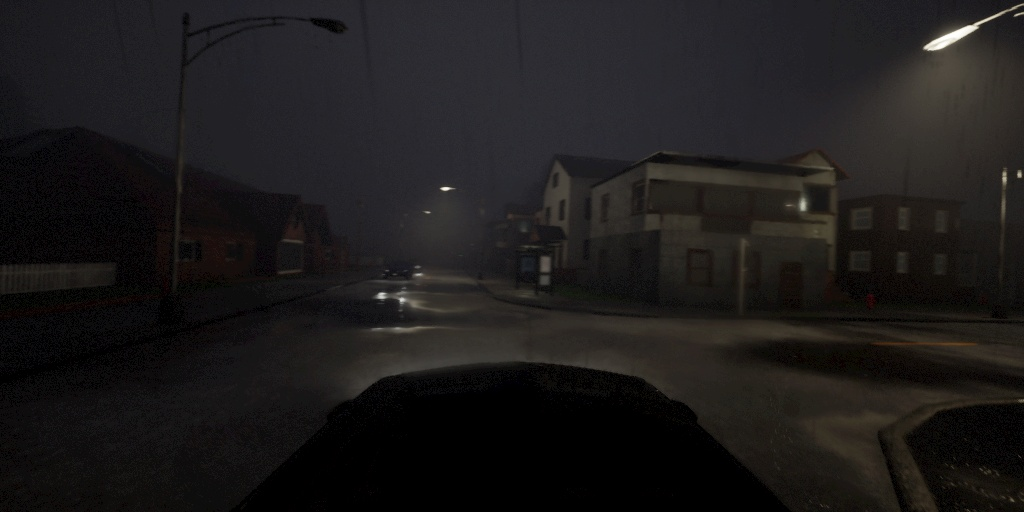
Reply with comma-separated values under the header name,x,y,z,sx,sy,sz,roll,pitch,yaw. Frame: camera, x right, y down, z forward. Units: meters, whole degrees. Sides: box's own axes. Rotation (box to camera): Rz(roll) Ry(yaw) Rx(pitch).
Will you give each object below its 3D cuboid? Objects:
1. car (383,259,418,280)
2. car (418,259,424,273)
name,x,y,z,sx,sy,sz,roll,pitch,yaw
car,-9.241,1.128,29.621,1.812,1.442,4.674,3,0,-8
car,-11.217,1.122,41.195,1.837,1.490,4.892,3,0,-9
